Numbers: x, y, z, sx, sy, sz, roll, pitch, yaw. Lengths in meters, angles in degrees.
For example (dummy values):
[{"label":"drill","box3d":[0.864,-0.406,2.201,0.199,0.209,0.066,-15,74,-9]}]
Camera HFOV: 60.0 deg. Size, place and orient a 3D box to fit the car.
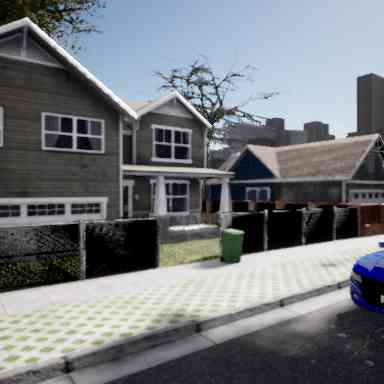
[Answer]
[{"label":"car","box3d":[5.182,1.456,6.760,5.008,1.535,1.882,0,0,-35]}]
